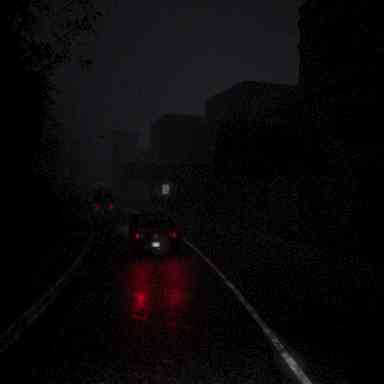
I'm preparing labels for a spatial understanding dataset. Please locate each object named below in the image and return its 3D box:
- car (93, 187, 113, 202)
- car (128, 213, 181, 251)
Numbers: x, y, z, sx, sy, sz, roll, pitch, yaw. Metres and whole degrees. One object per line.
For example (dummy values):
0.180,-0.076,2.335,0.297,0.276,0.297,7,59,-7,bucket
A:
-11.345,0.175,42.013,2.097,1.767,4.553,-1,3,-20,car
-1.754,1.557,14.106,1.895,1.301,4.718,-1,1,-12,car
